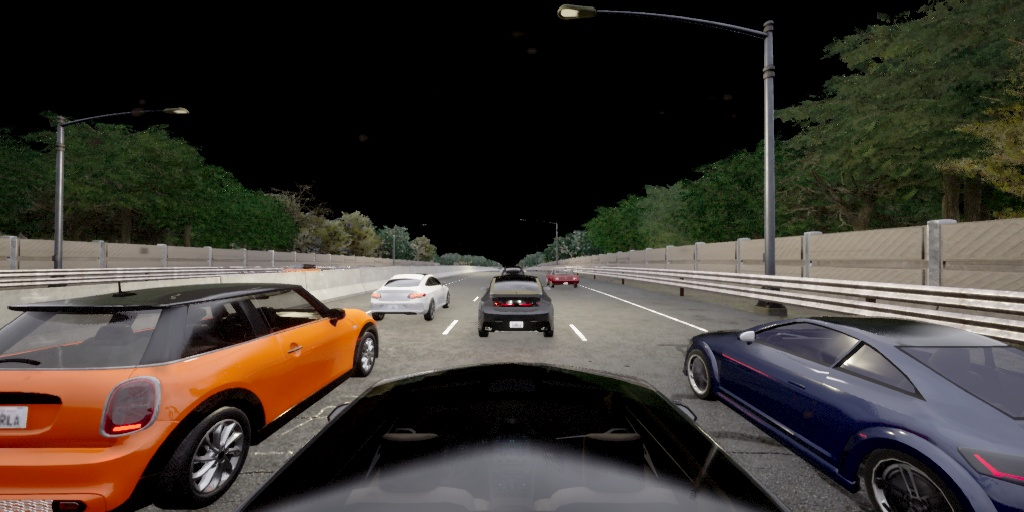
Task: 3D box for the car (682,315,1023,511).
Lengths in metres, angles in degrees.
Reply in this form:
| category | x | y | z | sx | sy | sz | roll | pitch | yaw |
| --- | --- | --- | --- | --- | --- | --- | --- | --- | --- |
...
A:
| category | x | y | z | sx | sy | sz | roll | pitch | yaw |
| --- | --- | --- | --- | --- | --- | --- | --- | --- | --- |
| car | 3.600 | 1.316 | 3.801 | 1.994 | 1.385 | 4.181 | 0 | 0 | 0 |

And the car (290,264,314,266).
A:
| category | x | y | z | sx | sy | sz | roll | pitch | yaw |
| --- | --- | --- | --- | --- | --- | --- | --- | --- | --- |
| car | -21.109 | 1.544 | 35.465 | 2.097 | 1.767 | 4.553 | 0 | -1 | 0 |

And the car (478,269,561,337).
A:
| category | x | y | z | sx | sy | sz | roll | pitch | yaw |
| --- | --- | --- | --- | --- | --- | --- | --- | --- | --- |
| car | 0.097 | 1.289 | 10.350 | 1.837 | 1.490 | 4.892 | 0 | 0 | 0 |

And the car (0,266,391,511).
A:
| category | x | y | z | sx | sy | sz | roll | pitch | yaw |
| --- | --- | --- | --- | --- | --- | --- | --- | --- | --- |
| car | -3.403 | 1.107 | 4.528 | 2.097 | 1.767 | 4.553 | 0 | 0 | 0 |

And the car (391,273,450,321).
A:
| category | x | y | z | sx | sy | sz | roll | pitch | yaw |
| --- | --- | --- | --- | --- | --- | --- | --- | --- | --- |
| car | -3.404 | 1.327 | 12.585 | 1.812 | 1.442 | 4.674 | 0 | -1 | 0 |

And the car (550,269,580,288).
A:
| category | x | y | z | sx | sy | sz | roll | pitch | yaw |
| --- | --- | --- | --- | --- | --- | --- | --- | --- | --- |
| car | 3.591 | 1.593 | 26.271 | 1.895 | 1.301 | 4.718 | 0 | -1 | 0 |

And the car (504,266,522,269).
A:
| category | x | y | z | sx | sy | sz | roll | pitch | yaw |
| --- | --- | --- | --- | --- | --- | --- | --- | --- | --- |
| car | 0.089 | 1.538 | 28.348 | 1.837 | 1.490 | 4.892 | 0 | -1 | 0 |
